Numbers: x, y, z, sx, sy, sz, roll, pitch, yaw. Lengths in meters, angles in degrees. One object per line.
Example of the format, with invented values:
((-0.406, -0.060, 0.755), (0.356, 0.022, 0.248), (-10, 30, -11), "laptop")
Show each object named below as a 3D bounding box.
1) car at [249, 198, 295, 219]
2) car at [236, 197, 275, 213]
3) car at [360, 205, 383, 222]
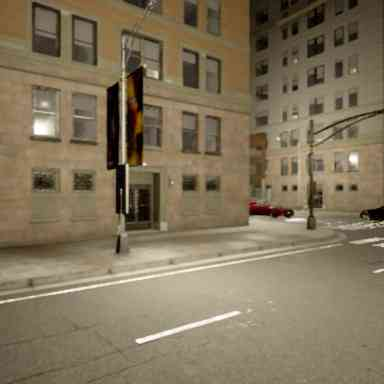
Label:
((6.773, 1.519, 28.833), (1.994, 1.385, 4.181), (0, 0, -35), "car")
((7.115, 1.403, 37.790), (1.967, 1.590, 4.097), (0, 0, -36), "car")
((14.163, 1.496, 23.182), (1.812, 1.442, 4.674), (2, -1, -27), "car")
